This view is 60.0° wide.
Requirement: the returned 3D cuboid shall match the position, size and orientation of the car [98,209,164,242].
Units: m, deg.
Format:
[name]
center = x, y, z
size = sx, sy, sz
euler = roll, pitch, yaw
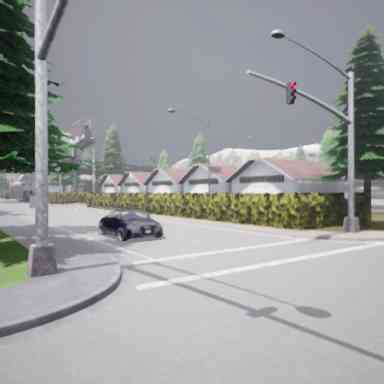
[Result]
[car]
center = -3.135, 1.567, 16.540
size = 1.994, 1.385, 4.181
euler = 0, 1, -36
